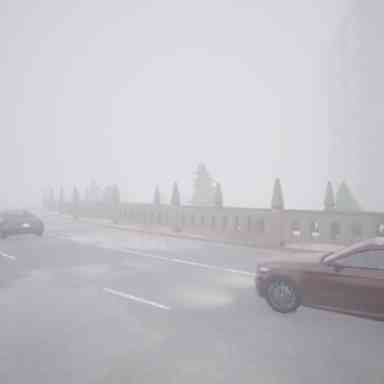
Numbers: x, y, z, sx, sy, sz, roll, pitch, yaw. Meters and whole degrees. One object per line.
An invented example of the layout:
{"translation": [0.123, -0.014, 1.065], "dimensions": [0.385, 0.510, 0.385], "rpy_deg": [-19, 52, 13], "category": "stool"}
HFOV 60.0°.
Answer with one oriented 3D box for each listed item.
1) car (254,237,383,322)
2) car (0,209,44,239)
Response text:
{"translation": [3.436, 1.554, 5.974], "dimensions": [4.674, 1.442, 1.812], "rpy_deg": [0, 0, 36], "category": "car"}
{"translation": [-9.492, 1.596, 17.756], "dimensions": [1.994, 1.385, 4.181], "rpy_deg": [0, 0, -43], "category": "car"}
